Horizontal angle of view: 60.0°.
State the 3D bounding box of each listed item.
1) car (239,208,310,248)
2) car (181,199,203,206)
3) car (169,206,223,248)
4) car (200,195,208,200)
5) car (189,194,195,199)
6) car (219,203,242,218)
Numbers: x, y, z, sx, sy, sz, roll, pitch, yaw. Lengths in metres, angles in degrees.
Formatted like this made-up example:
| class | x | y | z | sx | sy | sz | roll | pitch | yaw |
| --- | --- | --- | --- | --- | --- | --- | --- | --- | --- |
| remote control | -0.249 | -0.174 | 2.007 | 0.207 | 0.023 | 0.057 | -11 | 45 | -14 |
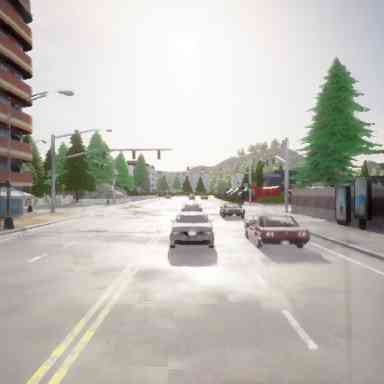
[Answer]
| class | x | y | z | sx | sy | sz | roll | pitch | yaw |
| --- | --- | --- | --- | --- | --- | --- | --- | --- | --- |
| car | 3.500 | 1.614 | 14.680 | 1.895 | 1.301 | 4.718 | 0 | 0 | 0 |
| car | 0.000 | 1.571 | 29.650 | 1.994 | 1.385 | 4.181 | 0 | 0 | 0 |
| car | 0.000 | 1.561 | 14.650 | 2.033 | 1.411 | 5.357 | 0 | 0 | 0 |
| car | 3.500 | 1.532 | 91.971 | 1.895 | 1.301 | 4.718 | 0 | 0 | 0 |
| car | 0.000 | 1.456 | 91.657 | 2.128 | 1.511 | 4.902 | 0 | 0 | 0 |
| car | 3.500 | 1.615 | 29.680 | 1.895 | 1.301 | 4.718 | 0 | 0 | 0 |
